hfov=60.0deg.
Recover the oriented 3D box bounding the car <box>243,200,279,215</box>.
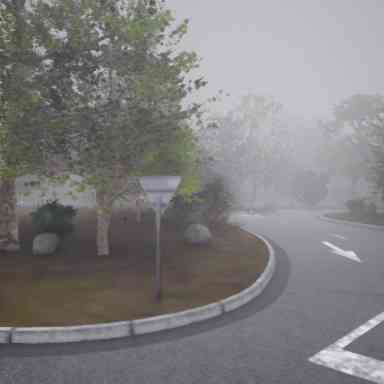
[{"bbox_3d":[7.438,1.580,35.353,2.033,1.411,5.357,0,0,37],"label":"car"}]
